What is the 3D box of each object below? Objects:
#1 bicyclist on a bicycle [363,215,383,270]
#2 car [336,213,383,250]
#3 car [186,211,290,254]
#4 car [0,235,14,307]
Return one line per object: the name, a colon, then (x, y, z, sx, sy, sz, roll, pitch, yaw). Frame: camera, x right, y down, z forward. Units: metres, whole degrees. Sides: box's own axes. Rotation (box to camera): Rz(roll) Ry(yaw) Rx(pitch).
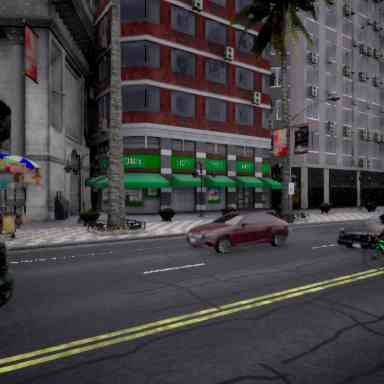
bicyclist on a bicycle: (5.554, 1.455, 9.287, 0.582, 1.620, 1.656, 0, -2, -34)
car: (8.218, 1.547, 13.489, 5.357, 1.411, 2.033, 0, 0, -32)
car: (1.989, 1.526, 13.603, 4.674, 1.442, 1.812, 0, 0, -33)
car: (-5.545, 1.221, 4.464, 5.566, 2.045, 2.150, 0, 0, -33)
